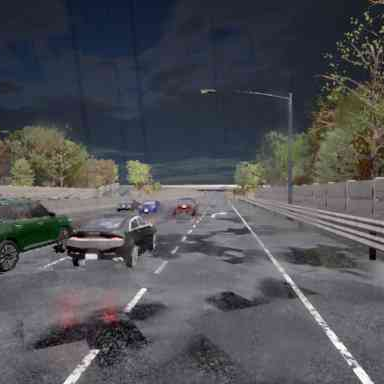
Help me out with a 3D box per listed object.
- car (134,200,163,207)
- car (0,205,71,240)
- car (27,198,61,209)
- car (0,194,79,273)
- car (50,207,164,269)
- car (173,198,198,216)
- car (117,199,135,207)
[{"bbox_3d":[-4.017,1.527,33.093,1.812,1.442,4.674,0,0,5],"label":"car"},{"bbox_3d":[-8.838,1.547,18.230,2.033,1.411,5.357,0,0,5],"label":"car"},{"bbox_3d":[-20.584,1.556,46.634,2.033,1.411,5.357,0,0,5],"label":"car"},{"bbox_3d":[-5.996,1.221,10.854,2.150,2.045,5.566,0,0,5],"label":"car"},{"bbox_3d":[-2.448,1.491,11.241,2.128,1.511,4.902,0,0,5],"label":"car"},{"bbox_3d":[-0.529,1.353,32.837,2.097,1.767,4.553,0,0,5],"label":"car"},{"bbox_3d":[-7.094,1.550,38.045,2.033,1.411,5.357,0,0,5],"label":"car"}]
